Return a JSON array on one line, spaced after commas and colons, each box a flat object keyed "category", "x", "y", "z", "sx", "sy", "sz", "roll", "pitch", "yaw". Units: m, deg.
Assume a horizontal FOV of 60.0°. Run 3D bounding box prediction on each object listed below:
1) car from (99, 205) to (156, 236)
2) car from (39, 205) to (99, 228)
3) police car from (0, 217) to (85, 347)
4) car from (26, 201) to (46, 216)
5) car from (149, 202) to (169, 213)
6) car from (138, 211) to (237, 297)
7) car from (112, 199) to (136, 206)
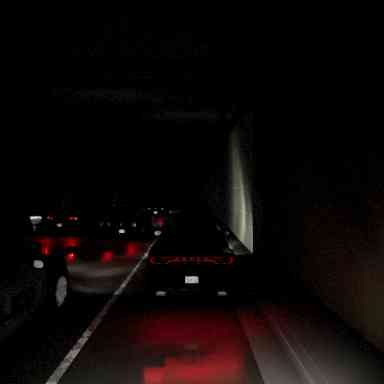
[{"category": "car", "x": -3.355, "y": 1.601, "z": 18.258, "sx": 1.895, "sy": 1.301, "sz": 4.718, "roll": 0, "pitch": 0, "yaw": 1}, {"category": "car", "x": -6.843, "y": 1.525, "z": 19.539, "sx": 1.812, "sy": 1.442, "sz": 4.674, "roll": 0, "pitch": 0, "yaw": 0}, {"category": "police car", "x": -3.396, "y": 1.425, "z": 4.787, "sx": 1.930, "sy": 1.638, "sz": 5.238, "roll": 0, "pitch": 0, "yaw": 0}, {"category": "car", "x": -13.942, "y": 1.565, "z": 32.452, "sx": 1.994, "sy": 1.385, "sz": 4.181, "roll": 0, "pitch": 0, "yaw": 1}, {"category": "car", "x": -3.355, "y": 1.601, "z": 33.259, "sx": 1.895, "sy": 1.301, "sz": 4.718, "roll": 0, "pitch": 0, "yaw": 1}, {"category": "car", "x": -0.006, "y": 1.477, "z": 8.650, "sx": 1.882, "sy": 1.535, "sz": 5.008, "roll": 0, "pitch": 0, "yaw": 0}, {"category": "car", "x": -6.849, "y": 1.492, "z": 33.873, "sx": 2.128, "sy": 1.511, "sz": 4.902, "roll": 0, "pitch": 0, "yaw": 1}]
